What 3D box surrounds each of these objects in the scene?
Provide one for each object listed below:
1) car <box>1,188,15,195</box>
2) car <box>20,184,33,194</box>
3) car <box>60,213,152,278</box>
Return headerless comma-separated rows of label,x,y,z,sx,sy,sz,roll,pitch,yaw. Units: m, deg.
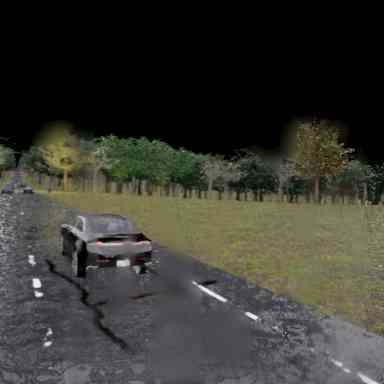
car,-35.012,-0.135,63.360,1.895,1.301,4.718,3,0,-24
car,-35.880,-0.304,72.823,1.882,1.535,5.008,3,0,-28
car,-2.706,1.381,9.848,2.128,1.511,4.902,3,0,-28
